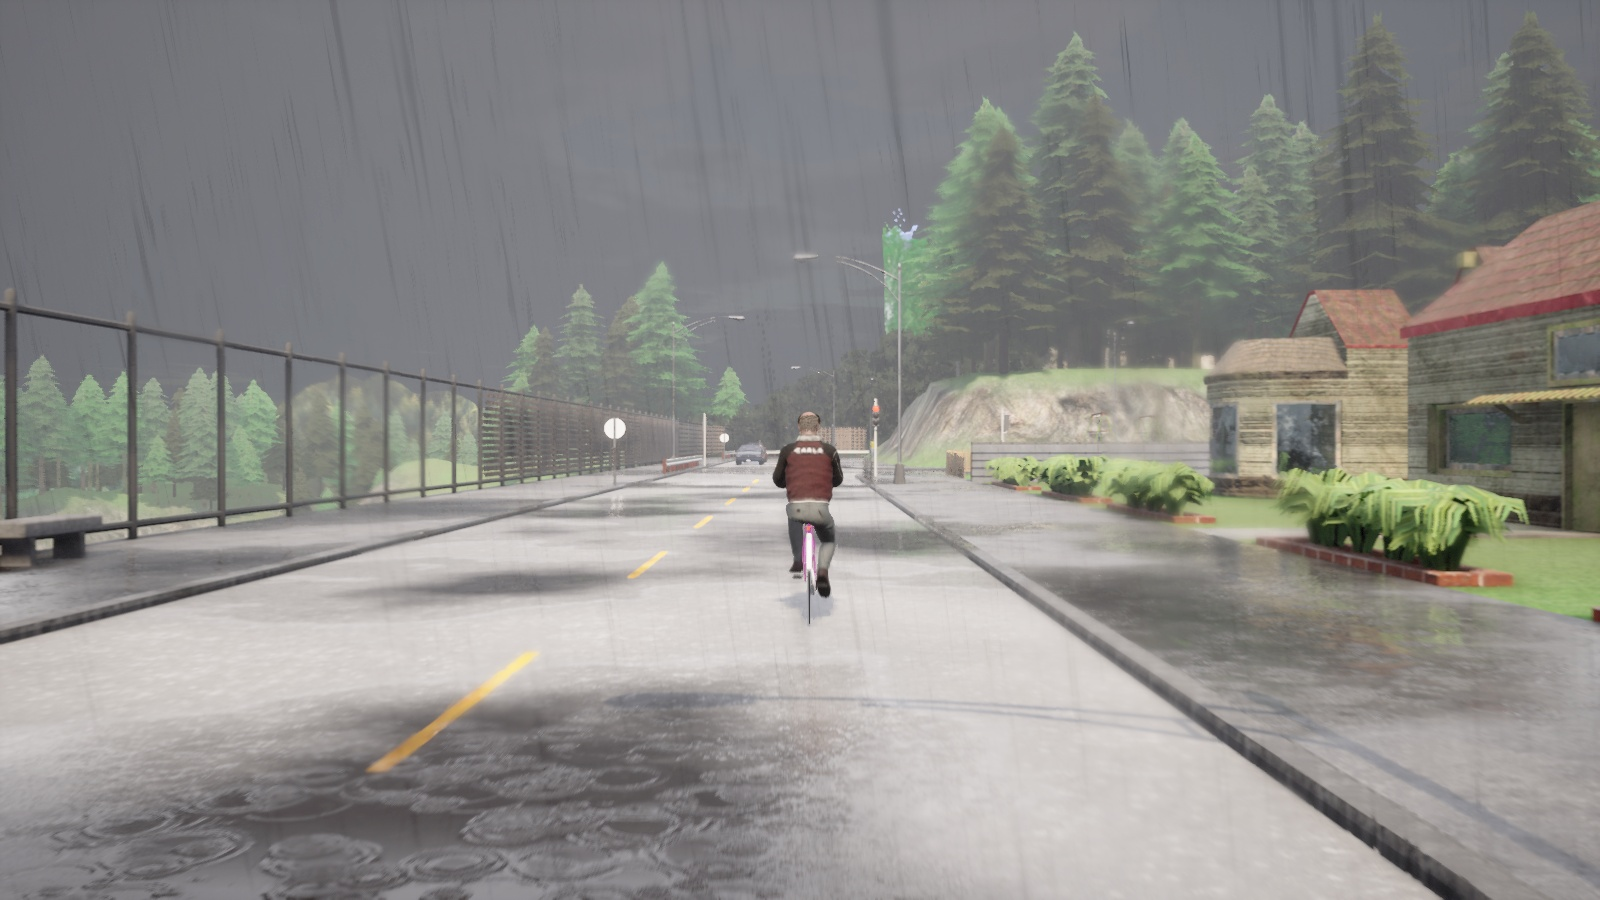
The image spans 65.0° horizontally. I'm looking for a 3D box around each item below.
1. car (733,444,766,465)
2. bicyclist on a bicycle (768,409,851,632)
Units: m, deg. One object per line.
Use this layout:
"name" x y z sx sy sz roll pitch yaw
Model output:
"car" -3.430 0.303 86.608 2.033 1.411 5.357 0 0 0
"bicyclist on a bicycle" 0.078 0.555 10.944 0.659 1.776 1.843 0 1 0
